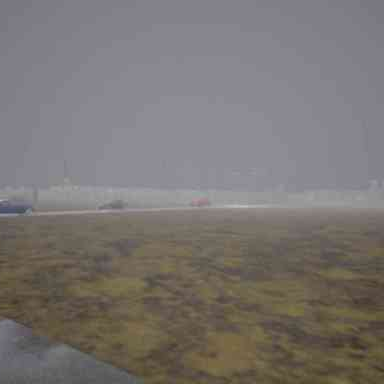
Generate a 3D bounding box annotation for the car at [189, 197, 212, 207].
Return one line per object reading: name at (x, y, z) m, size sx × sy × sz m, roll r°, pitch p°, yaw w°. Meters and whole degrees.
car at (1.667, 1.881, 63.768) m, size 2.150 × 2.045 × 5.566 m, roll -1°, pitch -2°, yaw 35°

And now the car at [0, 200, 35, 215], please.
car at (-17.586, 1.482, 31.735) m, size 1.882 × 1.535 × 5.008 m, roll -1°, pitch -2°, yaw 35°

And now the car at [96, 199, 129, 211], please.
car at (-10.974, 1.778, 46.061) m, size 1.837 × 1.490 × 4.892 m, roll -1°, pitch -1°, yaw 35°
